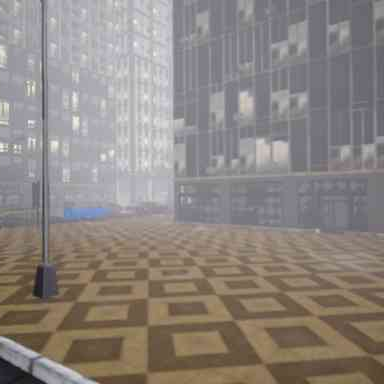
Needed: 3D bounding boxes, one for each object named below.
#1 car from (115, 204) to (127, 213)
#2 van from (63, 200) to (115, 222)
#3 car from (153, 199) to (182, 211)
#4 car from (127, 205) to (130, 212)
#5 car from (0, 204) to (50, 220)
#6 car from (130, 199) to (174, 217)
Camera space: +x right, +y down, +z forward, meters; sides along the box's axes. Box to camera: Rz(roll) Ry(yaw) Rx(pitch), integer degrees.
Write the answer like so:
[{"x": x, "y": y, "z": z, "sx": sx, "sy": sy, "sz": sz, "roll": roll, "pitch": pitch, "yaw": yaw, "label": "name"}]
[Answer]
[{"x": -10.283, "y": 1.954, "z": 39.959, "sx": 1.802, "sy": 1.307, "sz": 4.206, "roll": -1, "pitch": 0, "yaw": 38, "label": "car"}, {"x": -8.996, "y": 1.631, "z": 28.525, "sx": 1.690, "sy": 1.788, "sz": 3.998, "roll": -1, "pitch": 0, "yaw": 38, "label": "van"}, {"x": -3.503, "y": 1.817, "z": 48.782, "sx": 1.967, "sy": 1.590, "sz": 4.097, "roll": -1, "pitch": 0, "yaw": 38, "label": "car"}, {"x": -6.893, "y": 1.919, "z": 44.370, "sx": 1.887, "sy": 1.381, "sz": 4.507, "roll": -1, "pitch": 0, "yaw": 38, "label": "car"}, {"x": -16.386, "y": 1.896, "z": 32.232, "sx": 1.752, "sy": 1.417, "sz": 4.829, "roll": -1, "pitch": 0, "yaw": 38, "label": "car"}, {"x": -4.037, "y": 1.733, "z": 35.157, "sx": 1.967, "sy": 1.590, "sz": 4.097, "roll": -1, "pitch": 0, "yaw": 38, "label": "car"}]
